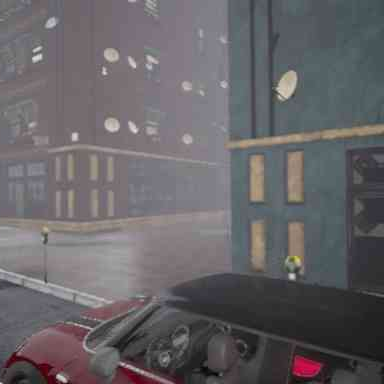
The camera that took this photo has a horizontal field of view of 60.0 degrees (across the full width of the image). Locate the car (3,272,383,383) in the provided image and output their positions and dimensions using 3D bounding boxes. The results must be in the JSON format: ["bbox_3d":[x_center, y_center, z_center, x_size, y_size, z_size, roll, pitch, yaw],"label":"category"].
[{"bbox_3d":[0.216,1.437,2.738,4.097,1.590,1.967,0,-1,36],"label":"car"}]
